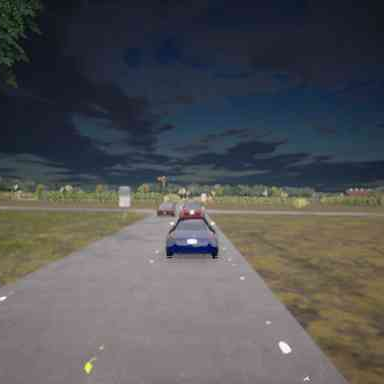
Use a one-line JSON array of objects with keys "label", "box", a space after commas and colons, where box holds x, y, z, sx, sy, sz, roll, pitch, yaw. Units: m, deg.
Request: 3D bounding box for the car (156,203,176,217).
[{"label": "car", "box": [-2.786, 1.943, 36.845, 1.882, 1.535, 5.008, 0, -1, 1]}]

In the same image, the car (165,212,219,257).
[{"label": "car", "box": [0.015, 1.710, 13.550, 1.994, 1.385, 4.181, 0, -1, 0]}]

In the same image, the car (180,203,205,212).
[{"label": "car", "box": [0.011, 1.691, 28.448, 2.097, 1.767, 4.553, 0, -1, 0]}]
